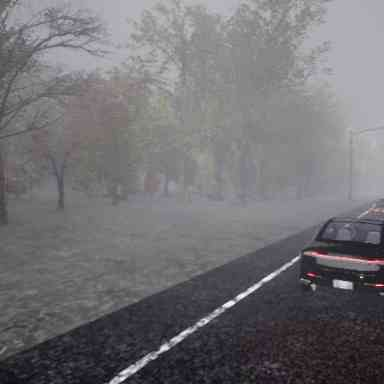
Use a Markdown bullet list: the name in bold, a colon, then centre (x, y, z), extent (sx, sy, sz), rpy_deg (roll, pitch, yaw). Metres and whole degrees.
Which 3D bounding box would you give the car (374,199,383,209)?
- **car**: centre (13.744, 1.196, 23.210), extent (2.033, 1.411, 5.357), rpy_deg (2, 2, 32)

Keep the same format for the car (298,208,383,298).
- **car**: centre (3.913, 1.356, 7.783), extent (2.128, 1.511, 4.902), rpy_deg (2, 2, 32)
